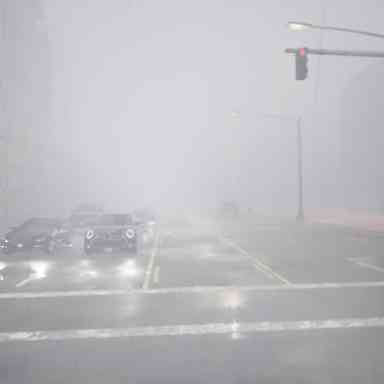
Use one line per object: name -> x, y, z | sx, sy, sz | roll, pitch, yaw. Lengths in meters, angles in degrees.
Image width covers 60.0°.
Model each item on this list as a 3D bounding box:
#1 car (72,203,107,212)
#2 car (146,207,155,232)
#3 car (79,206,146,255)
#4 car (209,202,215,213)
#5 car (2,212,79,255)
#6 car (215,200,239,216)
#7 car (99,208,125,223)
car -> -7.684, 1.847, 25.342 | 2.150, 2.045, 5.566 | 0, -1, -4
car -> -4.125, 2.122, 24.652 | 2.033, 1.411, 5.357 | 0, -1, -4
car -> -3.415, 1.718, 15.212 | 2.097, 1.767, 4.553 | 0, -1, -4
car -> 4.142, 2.514, 56.166 | 2.097, 1.767, 4.553 | 0, -1, -4
car -> -6.947, 1.913, 15.514 | 1.837, 1.490, 4.892 | 0, -1, -4
car -> 4.968, 2.153, 45.733 | 2.150, 2.045, 5.566 | 0, -1, -4
car -> -8.422, 2.445, 35.292 | 1.895, 1.301, 4.718 | 0, -1, -4
